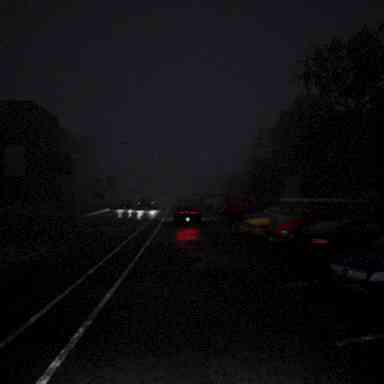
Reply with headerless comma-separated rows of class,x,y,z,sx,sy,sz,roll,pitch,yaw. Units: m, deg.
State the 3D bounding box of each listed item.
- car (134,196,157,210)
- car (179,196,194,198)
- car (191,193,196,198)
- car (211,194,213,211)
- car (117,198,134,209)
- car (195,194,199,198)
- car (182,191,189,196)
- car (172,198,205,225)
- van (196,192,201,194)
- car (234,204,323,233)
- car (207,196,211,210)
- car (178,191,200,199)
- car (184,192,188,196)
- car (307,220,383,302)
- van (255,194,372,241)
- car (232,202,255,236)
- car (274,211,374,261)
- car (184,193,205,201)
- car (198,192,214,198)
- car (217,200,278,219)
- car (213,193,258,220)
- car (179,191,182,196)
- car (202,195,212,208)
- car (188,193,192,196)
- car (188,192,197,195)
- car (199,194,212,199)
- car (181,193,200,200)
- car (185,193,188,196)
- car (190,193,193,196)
car,-5.517,1.294,41.201,2.097,1.767,4.553,0,0,-3
car,-1.181,1.500,41.315,1.994,1.385,4.181,0,0,-3
car,2.935,1.433,57.913,5.008,1.535,2.097,1,0,-25
car,4.558,1.293,31.221,4.553,1.767,2.185,1,0,-23
car,-8.459,1.495,43.548,2.033,1.411,5.357,0,0,-3
car,3.595,1.420,49.025,5.008,1.535,2.097,1,0,-24
car,1.317,1.187,75.689,5.566,2.045,2.435,1,0,-26
car,-0.350,1.452,23.318,1.837,1.490,4.892,0,0,-2
van,3.486,1.200,52.046,4.442,1.987,1.878,1,0,-24
car,5.019,1.477,19.353,4.674,1.452,2.002,1,0,-22
car,4.461,1.419,34.194,4.892,1.521,2.231,1,0,-23
car,-0.797,0.903,93.371,5.566,2.045,2.435,0,2,-27
car,1.601,1.451,72.712,4.892,1.521,2.231,1,1,-26
car,5.234,1.509,7.490,4.674,1.452,2.002,0,1,-21
van,5.056,1.224,13.368,4.442,1.987,1.878,1,0,-21
car,4.923,1.439,16.314,5.366,1.575,1.946,1,0,-22
car,5.212,1.500,10.445,4.674,1.452,2.002,1,0,-21
car,0.623,1.257,81.573,4.553,1.767,2.185,0,1,-27
car,3.753,1.292,46.056,4.553,1.767,2.185,1,0,-24
car,4.717,1.463,28.258,4.674,1.452,2.002,1,0,-23
car,4.856,1.176,25.306,5.566,2.045,2.435,1,0,-22
car,0.290,1.089,84.523,5.566,2.045,2.435,0,1,-27
car,4.112,1.445,40.119,4.792,1.488,2.163,1,0,-23
car,2.595,1.442,63.919,5.366,1.575,1.946,1,0,-25
car,2.190,1.322,66.805,4.553,1.767,2.185,1,0,-25
car,3.962,1.416,43.099,5.008,1.535,2.097,1,0,-24
car,-0.374,1.098,90.459,4.553,1.767,2.185,0,2,-27
car,1.877,1.452,69.756,5.008,1.535,2.097,1,0,-26
car,2.675,1.438,60.879,5.008,1.535,2.097,1,0,-25
